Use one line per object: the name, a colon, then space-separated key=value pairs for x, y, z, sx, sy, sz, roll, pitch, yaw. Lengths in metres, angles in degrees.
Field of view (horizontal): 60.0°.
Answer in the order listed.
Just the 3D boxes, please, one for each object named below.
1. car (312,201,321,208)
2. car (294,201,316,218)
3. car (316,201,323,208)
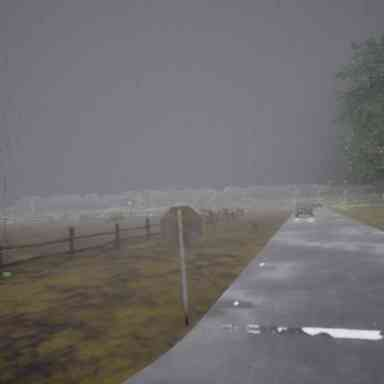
car: x=32.045 y=3.173 z=85.641 sx=1.882 sy=1.535 sz=5.008 roll=-5 pitch=-3 yaw=19
car: x=14.817 y=2.230 z=43.937 sx=2.150 sy=2.045 sz=5.566 roll=-5 pitch=-3 yaw=19
car: x=28.671 y=3.045 z=75.788 sx=1.837 sy=1.490 sz=4.892 roll=-5 pitch=-3 yaw=19
